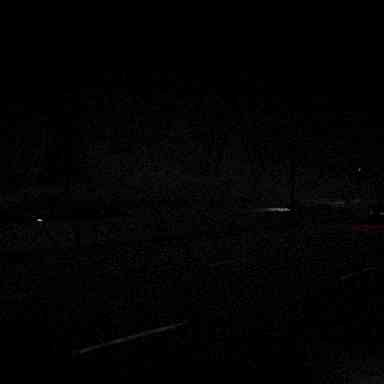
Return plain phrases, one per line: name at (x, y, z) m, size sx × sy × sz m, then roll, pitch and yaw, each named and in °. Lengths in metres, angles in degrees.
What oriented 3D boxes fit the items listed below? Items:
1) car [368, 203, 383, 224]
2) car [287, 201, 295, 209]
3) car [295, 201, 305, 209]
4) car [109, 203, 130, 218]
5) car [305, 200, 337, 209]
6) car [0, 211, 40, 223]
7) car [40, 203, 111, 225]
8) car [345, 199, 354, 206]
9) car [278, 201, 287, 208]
car at (16.174, 1.717, 27.315) m, size 2.097 × 1.767 × 4.553 m, roll -1°, pitch -1°, yaw 43°
car at (18.876, 2.326, 58.887) m, size 1.994 × 1.385 × 4.181 m, roll 0°, pitch -1°, yaw 34°
car at (18.317, 2.153, 51.915) m, size 1.882 × 1.535 × 5.008 m, roll 0°, pitch -1°, yaw 37°
car at (-7.582, 1.927, 29.257) m, size 4.181 × 1.385 × 1.994 m, roll 1°, pitch -1°, yaw -40°
car at (17.671, 2.138, 45.214) m, size 2.033 × 1.411 × 5.357 m, roll -1°, pitch -1°, yaw 39°
car at (-10.974, 1.740, 17.721) m, size 4.674 × 1.442 × 1.812 m, roll 1°, pitch -1°, yaw -36°
car at (-8.696, 1.798, 23.836) m, size 4.892 × 1.490 × 1.837 m, roll 1°, pitch -1°, yaw -38°
car at (37.055, 2.502, 78.314) m, size 1.882 × 1.535 × 5.008 m, roll 0°, pitch -1°, yaw 23°
car at (17.956, 2.383, 63.851) m, size 1.994 × 1.385 × 4.181 m, roll 0°, pitch -1°, yaw 32°
